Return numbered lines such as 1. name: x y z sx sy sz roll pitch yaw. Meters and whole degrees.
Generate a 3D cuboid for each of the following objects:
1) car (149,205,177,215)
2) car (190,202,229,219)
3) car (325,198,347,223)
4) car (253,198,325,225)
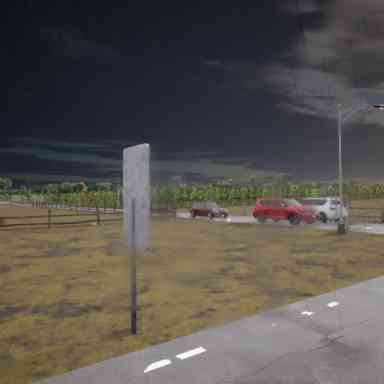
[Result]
1. car: -3.818 2.268 42.617 1.895 1.301 4.718 0 -1 -36
2. car: 1.773 1.833 34.862 2.097 1.767 4.553 0 -1 -36
3. car: 10.187 1.501 28.239 2.150 2.045 5.566 0 -1 -36
4. car: 7.446 1.516 26.990 2.150 2.045 5.566 0 -1 -36
